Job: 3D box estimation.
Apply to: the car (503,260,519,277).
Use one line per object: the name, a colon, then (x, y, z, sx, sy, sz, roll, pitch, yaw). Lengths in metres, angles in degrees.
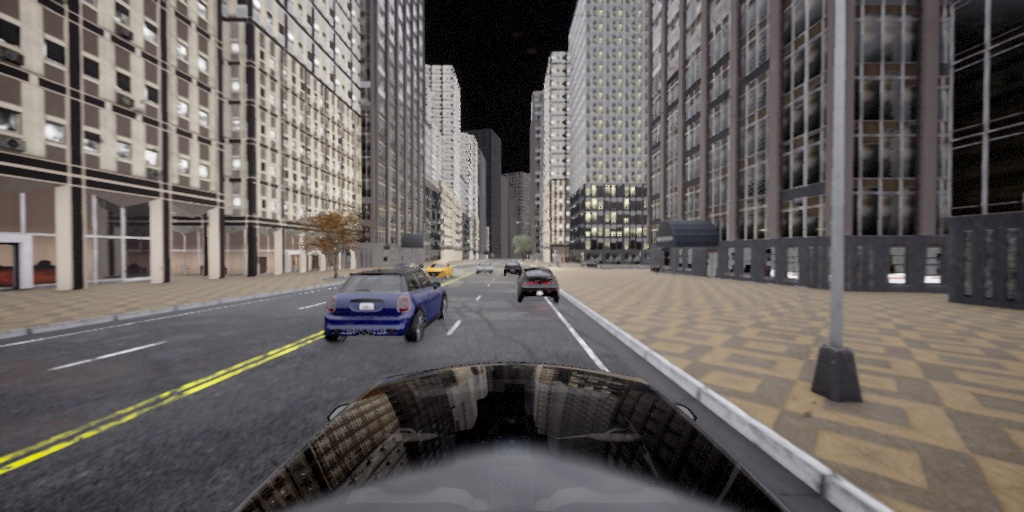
car: (0.072, 1.305, 39.487, 1.882, 1.535, 5.008, 0, 0, 0)

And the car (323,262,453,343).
car: (-3.146, 1.119, 9.893, 2.097, 1.767, 4.553, 0, 0, 0)

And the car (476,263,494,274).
car: (-3.131, 1.435, 42.863, 1.895, 1.301, 4.718, 0, 0, 0)

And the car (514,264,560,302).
car: (1.145, 1.287, 17.152, 1.837, 1.490, 4.892, 0, 0, 0)

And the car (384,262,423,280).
car: (-9.819, 1.307, 32.921, 2.128, 1.511, 4.902, 0, 0, 0)

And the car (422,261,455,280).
car: (-6.572, 1.291, 32.596, 1.882, 1.535, 5.008, 0, 0, 0)
